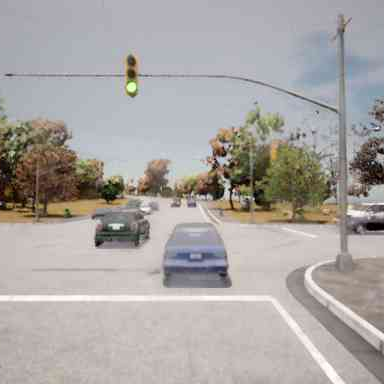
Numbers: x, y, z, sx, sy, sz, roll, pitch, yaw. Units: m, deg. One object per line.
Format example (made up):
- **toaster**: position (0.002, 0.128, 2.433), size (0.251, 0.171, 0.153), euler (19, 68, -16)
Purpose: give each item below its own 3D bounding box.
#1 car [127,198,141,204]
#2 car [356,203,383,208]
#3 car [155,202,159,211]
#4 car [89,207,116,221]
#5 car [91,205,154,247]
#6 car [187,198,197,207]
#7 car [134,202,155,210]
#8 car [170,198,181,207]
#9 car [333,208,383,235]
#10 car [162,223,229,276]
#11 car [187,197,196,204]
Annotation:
- **car**: position (-10.509, 2.258, 60.559), size (2.150, 2.045, 5.566), euler (0, 1, 0)
- **car**: position (13.768, 1.830, 25.415), size (5.566, 2.045, 2.150), euler (0, -2, -2)
- **car**: position (-7.020, 2.545, 60.298), size (1.837, 1.490, 4.892), euler (0, 1, 0)
- **car**: position (-10.637, 2.559, 39.928), size (2.033, 1.411, 5.357), euler (0, -1, -3)
- **car**: position (-3.403, 1.696, 17.072), size (2.097, 1.767, 4.553), euler (0, -2, 0)
- **car**: position (-0.008, 2.384, 70.078), size (1.812, 1.442, 4.674), euler (0, 1, 0)
- **car**: position (-7.086, 2.638, 50.009), size (1.812, 1.442, 4.674), euler (0, 0, 0)
- **car**: position (-3.509, 2.455, 70.144), size (1.895, 1.301, 4.718), euler (0, 1, 0)
- **car**: position (12.119, 1.988, 21.884), size (4.902, 1.511, 2.128), euler (0, -2, -1)
- **car**: position (0.094, 1.702, 10.783), size (2.033, 1.411, 5.357), euler (0, -1, 0)
- **car**: position (-0.104, 2.075, 80.258), size (1.994, 1.385, 4.181), euler (0, 1, -3)
